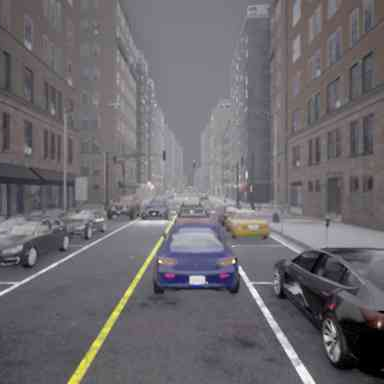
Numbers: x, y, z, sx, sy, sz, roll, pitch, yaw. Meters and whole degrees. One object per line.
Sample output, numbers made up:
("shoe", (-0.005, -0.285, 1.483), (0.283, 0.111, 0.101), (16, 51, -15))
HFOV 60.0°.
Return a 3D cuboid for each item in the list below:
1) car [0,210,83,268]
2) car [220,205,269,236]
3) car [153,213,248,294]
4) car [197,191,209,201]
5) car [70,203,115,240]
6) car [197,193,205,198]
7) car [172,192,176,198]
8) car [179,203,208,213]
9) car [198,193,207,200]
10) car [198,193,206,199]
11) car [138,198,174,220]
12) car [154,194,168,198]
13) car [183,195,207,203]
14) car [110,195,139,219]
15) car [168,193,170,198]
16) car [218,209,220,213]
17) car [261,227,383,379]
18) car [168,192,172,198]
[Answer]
("car", (-5.402, 1.493, 10.898), (2.008, 1.369, 4.403), (0, 0, 0))
("car", (2.616, 1.437, 16.482), (1.752, 1.417, 4.829), (0, 0, 0))
("car", (0.091, 1.481, 8.542), (1.812, 1.442, 4.674), (0, 0, 0))
("car", (2.544, 1.047, 69.963), (1.967, 1.590, 4.097), (0, 0, 0))
("car", (-5.409, 1.463, 16.310), (2.008, 1.369, 4.403), (0, 0, 0))
("car", (2.515, 1.026, 91.781), (2.008, 1.369, 4.403), (0, 0, 0))
("car", (-5.495, 1.106, 80.868), (1.947, 1.339, 4.313), (0, 0, 0))
("car", (0.070, 1.504, 17.967), (1.895, 1.301, 4.718), (0, 0, 0))
("car", (2.530, 0.981, 80.872), (1.967, 1.590, 4.097), (0, 0, 0))
("car", (2.523, 1.053, 86.327), (1.887, 1.381, 4.507), (0, 0, 0))
("car", (-2.796, 1.420, 26.430), (1.994, 1.385, 4.181), (0, 0, 0))
("car", (-5.459, 1.253, 53.598), (2.008, 1.369, 4.403), (0, 0, 0))
("car", (-0.035, 1.326, 27.736), (1.882, 1.535, 5.008), (0, 0, 0))
("car", (-5.424, 1.166, 27.134), (2.192, 1.841, 5.009), (0, 0, 0))
("car", (-5.466, 1.216, 59.053), (1.887, 1.381, 4.507), (0, 0, 0))
("car", (2.609, 1.464, 21.725), (1.802, 1.307, 4.206), (0, 0, 0))
("car", (2.630, 1.538, 5.486), (1.947, 1.339, 4.313), (0, 0, 0))
("car", (-5.473, 1.165, 64.336), (1.752, 1.417, 4.829), (0, 0, 0))
